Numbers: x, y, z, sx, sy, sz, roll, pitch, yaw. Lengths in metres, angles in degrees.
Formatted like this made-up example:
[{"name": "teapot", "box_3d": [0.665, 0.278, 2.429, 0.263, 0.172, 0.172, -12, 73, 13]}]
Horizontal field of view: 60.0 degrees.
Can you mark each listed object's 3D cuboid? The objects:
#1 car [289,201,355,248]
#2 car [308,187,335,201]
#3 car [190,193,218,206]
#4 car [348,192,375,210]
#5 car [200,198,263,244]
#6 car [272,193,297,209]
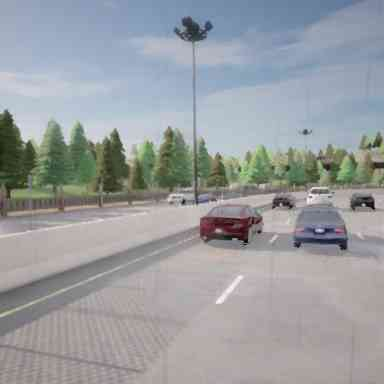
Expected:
[{"name": "car", "box_3d": [5.136, 1.281, 13.359, 2.033, 1.411, 5.357, -1, 1, 21]}, {"name": "car", "box_3d": [12.312, 0.584, 31.726, 2.150, 2.045, 5.566, -1, 1, 23]}, {"name": "car", "box_3d": [1.620, 0.922, 42.433, 1.812, 1.442, 4.674, -1, 1, 26]}, {"name": "car", "box_3d": [15.871, 0.817, 31.116, 1.837, 1.490, 4.892, -1, 1, 23]}, {"name": "car", "box_3d": [1.877, 1.248, 14.644, 1.882, 1.535, 5.008, -1, 1, 21]}, {"name": "car", "box_3d": [9.381, 0.890, 33.710, 1.837, 1.490, 4.892, -1, 1, 23]}]
